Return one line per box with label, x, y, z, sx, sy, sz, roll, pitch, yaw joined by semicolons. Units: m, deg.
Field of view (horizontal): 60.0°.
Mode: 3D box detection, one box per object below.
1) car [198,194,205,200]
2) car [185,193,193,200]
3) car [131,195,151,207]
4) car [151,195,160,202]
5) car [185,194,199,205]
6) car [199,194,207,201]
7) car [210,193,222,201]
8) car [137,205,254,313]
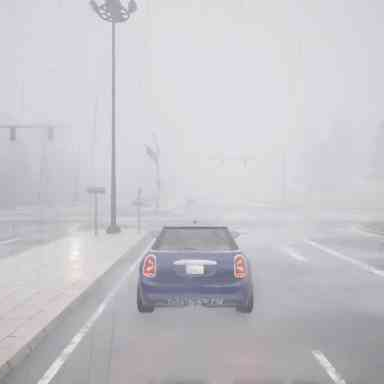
car;2.686;1.429;95.532;1.882;1.535;5.008;0;0;-1
car;-0.814;1.176;95.505;2.150;2.045;5.566;0;0;-1
car;-8.223;1.540;52.088;2.033;1.411;5.357;0;0;-1
car;-8.394;1.343;69.146;2.097;1.767;4.553;0;0;-1
car;-0.161;1.518;54.646;1.812;1.442;4.674;0;0;-1
car;2.851;1.502;85.208;1.812;1.442;4.674;0;0;-1
car;6.356;1.203;84.937;2.150;2.045;5.566;0;0;-1
car;0.071;1.351;7.826;2.097;1.767;4.553;0;0;0
